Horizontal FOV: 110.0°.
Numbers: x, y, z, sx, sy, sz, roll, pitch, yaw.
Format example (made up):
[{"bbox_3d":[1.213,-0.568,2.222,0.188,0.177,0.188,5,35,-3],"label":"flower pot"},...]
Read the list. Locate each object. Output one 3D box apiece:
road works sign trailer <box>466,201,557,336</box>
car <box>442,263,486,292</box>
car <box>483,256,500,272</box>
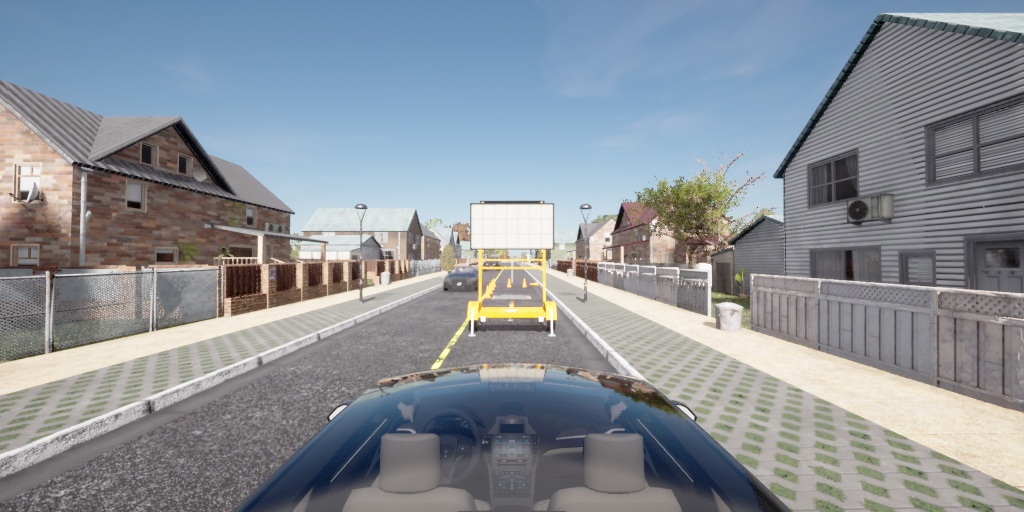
[{"bbox_3d":[0.007,0.220,10.362,2.380,3.560,2.880,0,0,0],"label":"road works sign trailer"},{"bbox_3d":[-2.864,1.336,21.493,1.994,1.385,4.181,0,0,0],"label":"car"},{"bbox_3d":[-2.787,1.070,48.848,2.150,2.045,5.566,0,0,0],"label":"car"}]
